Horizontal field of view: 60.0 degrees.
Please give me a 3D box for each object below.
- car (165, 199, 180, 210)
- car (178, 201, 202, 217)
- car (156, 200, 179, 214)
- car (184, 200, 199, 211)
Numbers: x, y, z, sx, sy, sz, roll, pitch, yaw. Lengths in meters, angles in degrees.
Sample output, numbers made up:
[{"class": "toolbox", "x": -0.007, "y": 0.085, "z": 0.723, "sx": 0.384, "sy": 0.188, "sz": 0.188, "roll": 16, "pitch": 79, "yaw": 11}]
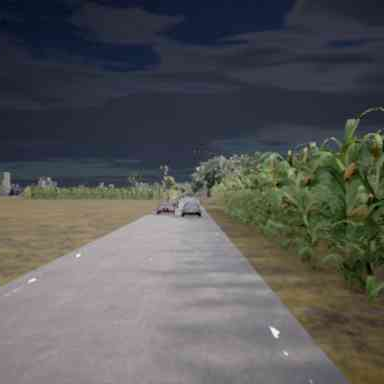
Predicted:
[{"class": "car", "x": -2.843, "y": 1.849, "z": 49.929, "sx": 2.033, "sy": 1.411, "sz": 5.357, "roll": 0, "pitch": 0, "yaw": 0}, {"class": "car", "x": -0.055, "y": 1.735, "z": 33.611, "sx": 1.994, "sy": 1.385, "sz": 4.181, "roll": 0, "pitch": 0, "yaw": 0}, {"class": "car", "x": -2.818, "y": 1.752, "z": 37.127, "sx": 1.994, "sy": 1.385, "sz": 4.181, "roll": 0, "pitch": 0, "yaw": 0}, {"class": "car", "x": -0.060, "y": 1.829, "z": 45.562, "sx": 1.895, "sy": 1.301, "sz": 4.718, "roll": 0, "pitch": 0, "yaw": 0}]
